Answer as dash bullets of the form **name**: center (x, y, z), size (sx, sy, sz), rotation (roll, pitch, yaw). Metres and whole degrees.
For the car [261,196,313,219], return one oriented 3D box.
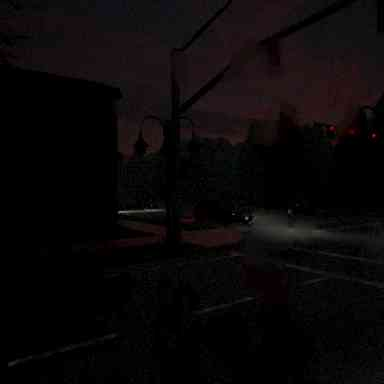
- **car**: center (7.503, 1.142, 27.240), size (2.097, 1.767, 4.553), rotation (-1, 0, -34)

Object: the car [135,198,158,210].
- **car**: center (-5.747, 1.389, 39.843), size (1.994, 1.385, 4.181), rotation (-1, 0, -34)

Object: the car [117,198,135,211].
- **car**: center (-8.503, 1.422, 37.672), size (1.994, 1.385, 4.181), rotation (-1, 0, -35)

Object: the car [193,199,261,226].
- **car**: center (1.989, 1.350, 22.590), size (2.128, 1.511, 4.902), rotation (-1, 1, -35)

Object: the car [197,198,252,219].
- **car**: center (2.577, 1.330, 27.853), size (1.837, 1.490, 4.892), rotation (-1, 0, -35)
